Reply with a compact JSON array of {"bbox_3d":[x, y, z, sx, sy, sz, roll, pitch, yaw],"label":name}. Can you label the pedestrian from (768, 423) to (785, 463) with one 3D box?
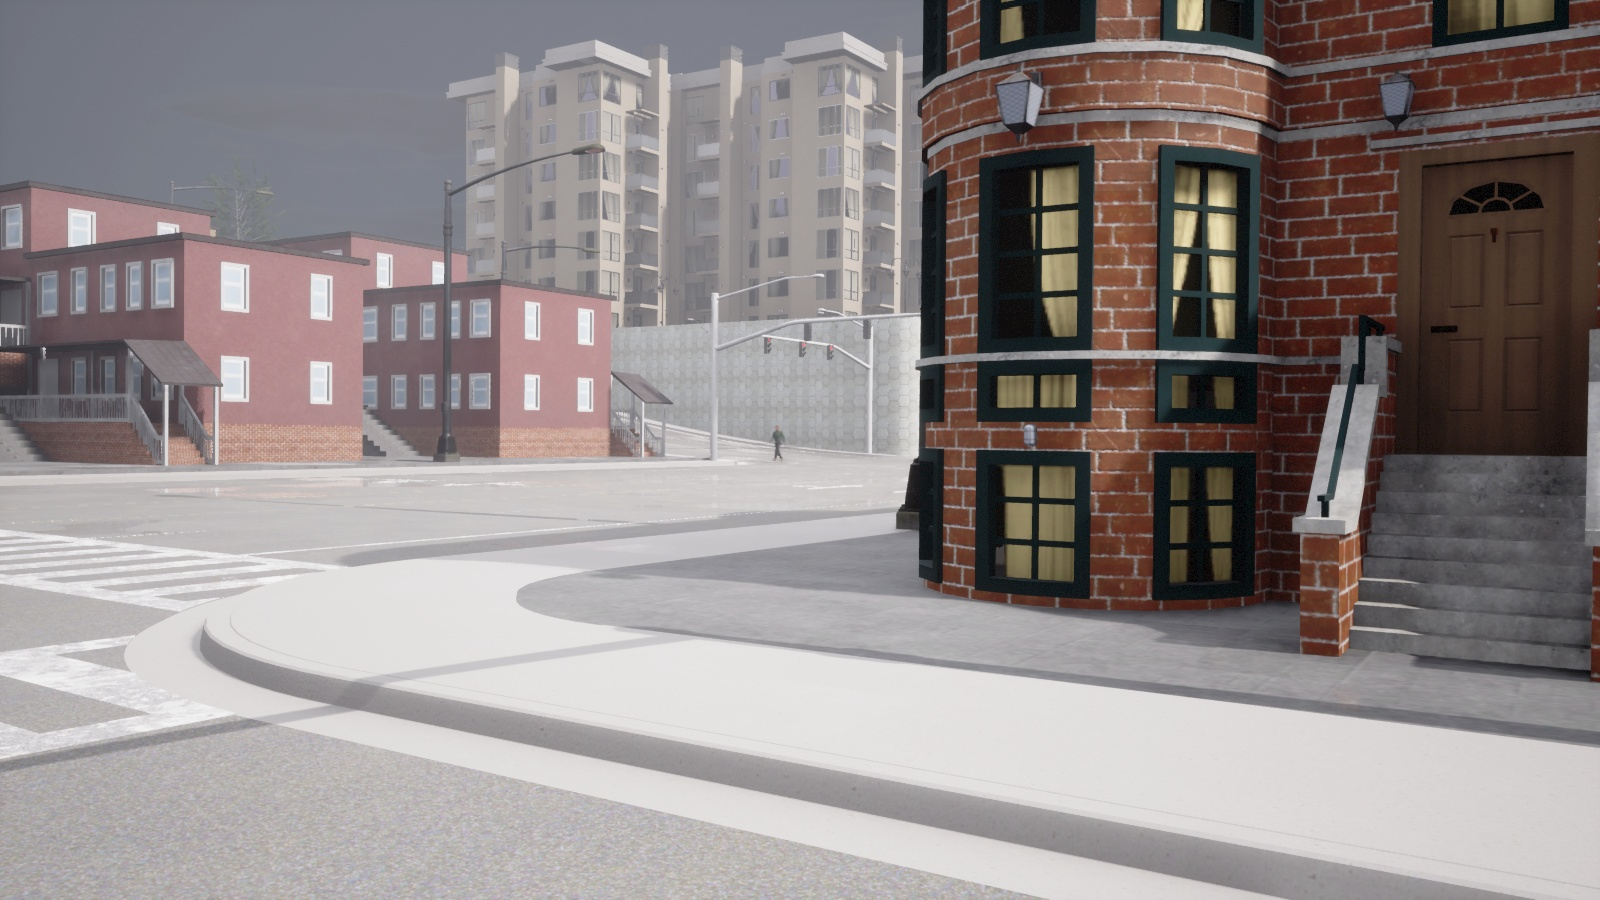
[{"bbox_3d":[-1.116,-0.334,60.828,0.423,1.949,0.788,0,1,34],"label":"pedestrian"}]
